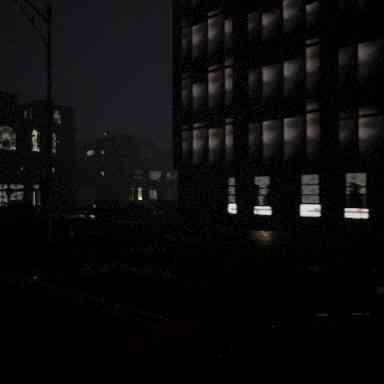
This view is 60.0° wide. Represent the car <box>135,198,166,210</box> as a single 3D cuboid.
[{"bbox_3d":[-5.763,1.676,46.480,1.967,1.590,4.097,-1,-1,36],"label":"car"}]

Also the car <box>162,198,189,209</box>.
[{"bbox_3d":[-2.479,1.705,50.939,1.967,1.590,4.097,-1,-1,36],"label":"car"}]

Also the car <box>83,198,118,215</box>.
[{"bbox_3d":[-9.748,1.520,36.698,2.097,1.767,4.553,0,-1,37],"label":"car"}]

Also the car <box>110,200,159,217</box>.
[{"bbox_3d":[-5.553,1.708,32.574,1.802,1.307,4.206,-1,-1,36],"label":"car"}]

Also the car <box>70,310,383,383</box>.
[{"bbox_3d":[1.010,1.545,2.159,4.507,1.381,1.887,0,0,35],"label":"car"}]

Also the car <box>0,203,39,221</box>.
[{"bbox_3d":[-15.533,1.684,28.839,1.994,1.385,4.181,0,-1,36],"label":"car"}]

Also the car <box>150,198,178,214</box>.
[{"bbox_3d":[-2.300,1.594,37.052,1.967,1.590,4.097,-1,-1,36],"label":"car"}]
